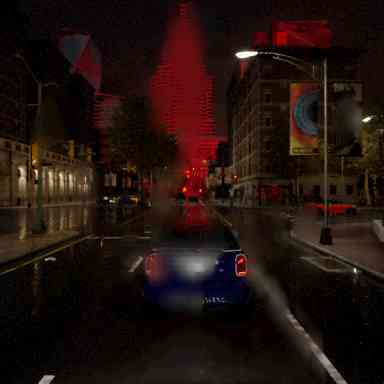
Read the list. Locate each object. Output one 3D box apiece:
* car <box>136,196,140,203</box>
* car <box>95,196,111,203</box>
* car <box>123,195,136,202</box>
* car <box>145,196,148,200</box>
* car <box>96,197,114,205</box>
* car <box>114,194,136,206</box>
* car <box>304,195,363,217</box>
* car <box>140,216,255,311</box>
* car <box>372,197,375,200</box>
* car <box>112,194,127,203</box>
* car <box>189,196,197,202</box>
[{"bbox_3d":[-11.266,1.478,65.912,1.882,1.535,5.008,0,0,1],"label":"car"},{"bbox_3d":[-17.980,1.595,67.444,1.895,1.301,4.718,0,0,0],"label":"car"},{"bbox_3d":[-14.686,1.525,78.451,2.128,1.511,4.902,0,0,0],"label":"car"},{"bbox_3d":[-11.197,1.553,75.785,1.994,1.385,4.181,0,0,0],"label":"car"},{"bbox_3d":[-14.846,1.547,57.940,2.033,1.411,5.357,0,0,1],"label":"car"},{"bbox_3d":[-11.356,1.526,56.764,1.812,1.442,4.674,0,0,0],"label":"car"},{"bbox_3d":[12.723,1.352,30.456,4.553,1.767,2.097,0,0,0],"label":"car"},{"bbox_3d":[0.105,1.352,7.923,2.097,1.767,4.553,0,0,0],"label":"car"},{"bbox_3d":[34.720,1.481,68.626,2.231,1.521,4.892,0,0,0],"label":"car"},{"bbox_3d":[-14.729,1.352,68.050,2.097,1.767,4.553,0,0,0],"label":"car"},{"bbox_3d":[0.307,1.541,74.422,2.033,1.411,5.357,0,0,0],"label":"car"}]
